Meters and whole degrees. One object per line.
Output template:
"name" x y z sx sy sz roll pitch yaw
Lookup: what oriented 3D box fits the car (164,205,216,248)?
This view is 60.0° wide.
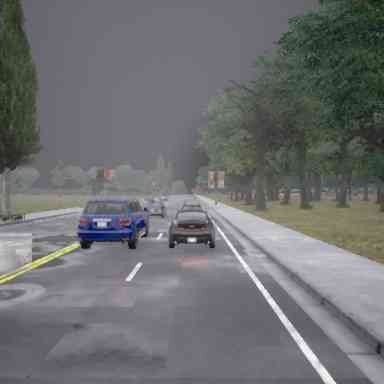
"car" 0.000 1.518 14.650 1.837 1.490 4.892 0 0 0

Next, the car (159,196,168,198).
"car" -6.500 1.618 76.741 1.812 1.442 4.674 0 0 0

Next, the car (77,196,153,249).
"car" -3.250 1.260 14.681 2.150 2.045 5.566 0 0 0

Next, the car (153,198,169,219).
"car" -3.250 1.577 29.651 2.033 1.411 5.357 0 0 0

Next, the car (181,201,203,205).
"car" 0.000 1.509 29.651 2.128 1.511 4.902 0 0 0
